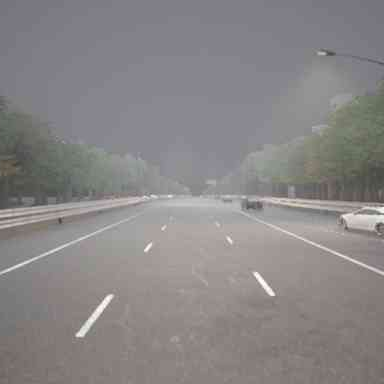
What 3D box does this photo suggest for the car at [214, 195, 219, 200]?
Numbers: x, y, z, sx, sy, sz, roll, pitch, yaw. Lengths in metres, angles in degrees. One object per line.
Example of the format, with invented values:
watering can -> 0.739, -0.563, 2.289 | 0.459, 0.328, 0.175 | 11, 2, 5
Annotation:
car -> 7.113, 1.565, 92.453 | 1.812, 1.442, 4.674 | 0, 0, 0

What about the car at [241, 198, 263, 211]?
car -> 7.101, 1.429, 39.821 | 1.882, 1.535, 5.008 | 0, 0, -2

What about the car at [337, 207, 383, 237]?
car -> 9.965, 1.523, 18.008 | 1.812, 1.442, 4.674 | 0, 0, -14

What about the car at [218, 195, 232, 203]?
car -> 7.019, 1.528, 67.513 | 1.895, 1.301, 4.718 | 0, 0, 0
